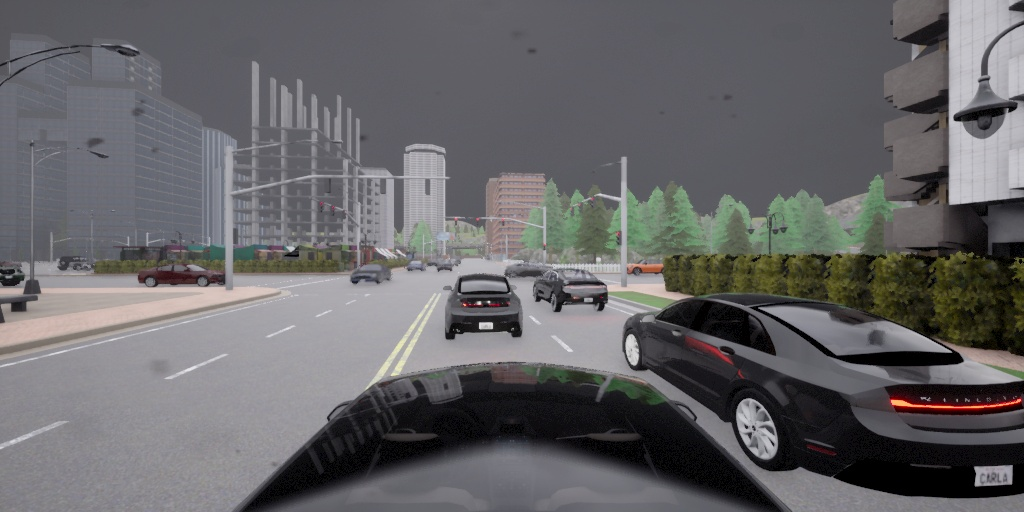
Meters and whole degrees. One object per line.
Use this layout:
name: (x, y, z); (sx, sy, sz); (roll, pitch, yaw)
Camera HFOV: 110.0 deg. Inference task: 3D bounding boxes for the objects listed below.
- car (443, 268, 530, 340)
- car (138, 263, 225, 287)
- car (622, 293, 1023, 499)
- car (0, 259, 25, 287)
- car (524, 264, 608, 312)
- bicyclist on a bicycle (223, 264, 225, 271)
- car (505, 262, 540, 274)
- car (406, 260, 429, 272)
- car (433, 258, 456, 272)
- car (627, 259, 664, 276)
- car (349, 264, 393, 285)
car: (-0.867, 1.255, 10.111); (1.837, 1.490, 4.892); (0, 0, -7)
car: (-21.424, 1.228, 23.635); (5.008, 1.535, 1.882); (0, 0, -5)
car: (3.109, 1.255, 4.869); (1.837, 1.490, 4.892); (0, 0, -4)
car: (-34.554, 0.969, 22.464); (5.566, 2.045, 2.150); (0, 0, -5)
car: (2.126, 1.242, 14.230); (2.128, 1.511, 4.902); (0, 0, -9)
bicyclist on a bicycle: (-29.555, 1.011, 37.399); (0.582, 1.620, 1.656); (0, 5, -5)
car: (1.728, 1.241, 30.448); (4.902, 1.511, 2.128); (0, 0, 20)
car: (-12.113, 1.276, 45.510); (1.812, 1.442, 4.674); (0, 0, -6)
car: (-8.548, 1.297, 45.642); (2.033, 1.411, 5.357); (0, 0, -8)
car: (14.019, 1.102, 37.536); (4.553, 1.767, 2.097); (0, 0, -5)
car: (-10.222, 1.297, 26.488); (2.033, 1.411, 5.357); (0, 0, -6)
